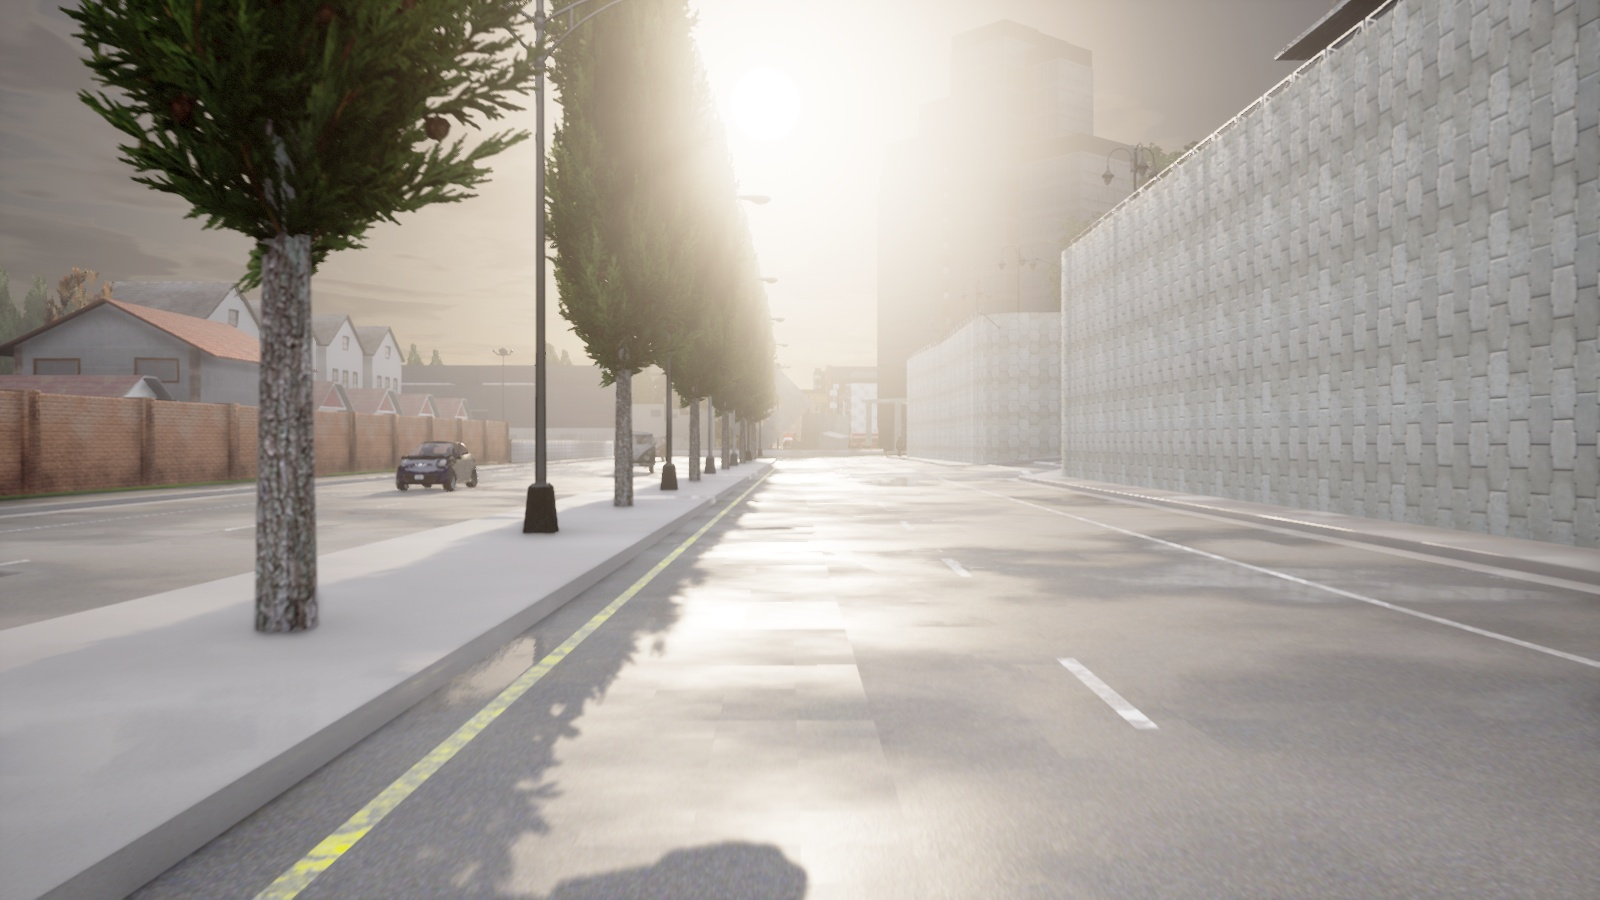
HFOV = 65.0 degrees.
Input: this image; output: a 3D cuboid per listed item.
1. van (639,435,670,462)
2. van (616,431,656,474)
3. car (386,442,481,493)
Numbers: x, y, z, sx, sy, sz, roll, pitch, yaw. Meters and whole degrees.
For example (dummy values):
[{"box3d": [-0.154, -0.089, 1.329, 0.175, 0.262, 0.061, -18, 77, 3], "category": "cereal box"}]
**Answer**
[{"box3d": [-10.991, -0.114, 94.988, 1.775, 1.987, 4.442, 0, 0, 0], "category": "van"}, {"box3d": [-7.820, 0.110, 60.125, 1.775, 1.987, 4.442, 0, 0, -6], "category": "van"}, {"box3d": [-11.282, 0.500, 38.900, 1.845, 1.501, 3.633, 0, 0, 0], "category": "car"}]
